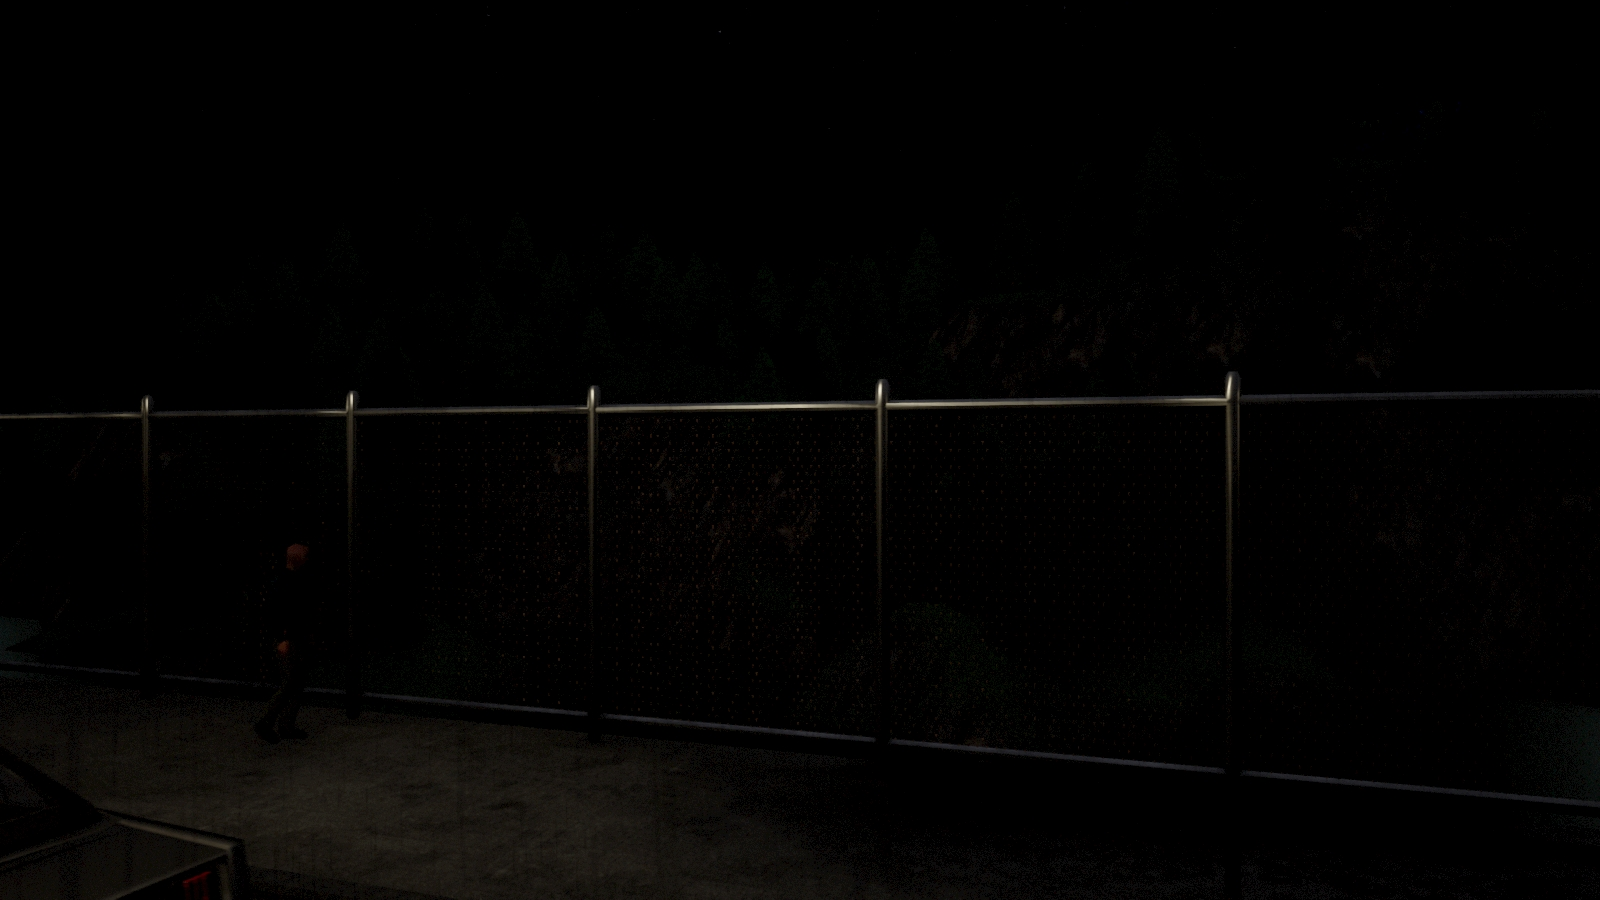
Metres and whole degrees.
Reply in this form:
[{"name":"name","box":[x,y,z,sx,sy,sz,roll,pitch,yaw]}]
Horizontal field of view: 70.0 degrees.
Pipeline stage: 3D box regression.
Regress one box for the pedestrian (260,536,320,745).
[{"name":"pedestrian","box":[-4.705,1.743,10.551,0.375,1.860,0.375,0,0,2]}]

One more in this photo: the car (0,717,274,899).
[{"name":"car","box":[-5.196,2.154,5.679,4.718,1.301,1.895,0,0,20]}]
